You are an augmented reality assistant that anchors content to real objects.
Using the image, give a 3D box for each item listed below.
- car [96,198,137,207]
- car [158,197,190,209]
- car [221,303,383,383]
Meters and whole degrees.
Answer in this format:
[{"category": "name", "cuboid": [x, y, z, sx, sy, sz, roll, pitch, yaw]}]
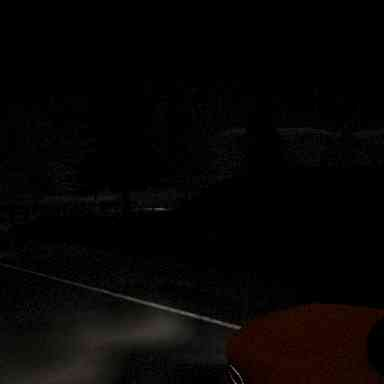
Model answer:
[{"category": "car", "cuboid": [-9.122, 1.334, 40.329, 4.718, 1.301, 1.895, 0, 0, -42]}, {"category": "car", "cuboid": [-2.198, 1.344, 41.583, 4.181, 1.385, 1.994, 0, 0, -38]}, {"category": "car", "cuboid": [2.545, 1.482, 2.127, 5.008, 1.535, 1.882, 0, 0, 36]}]
